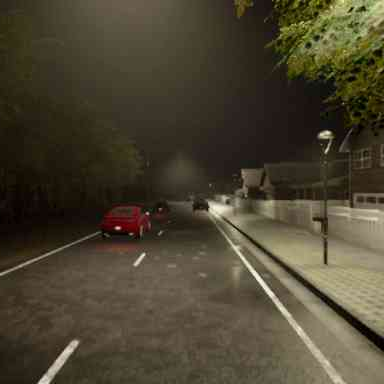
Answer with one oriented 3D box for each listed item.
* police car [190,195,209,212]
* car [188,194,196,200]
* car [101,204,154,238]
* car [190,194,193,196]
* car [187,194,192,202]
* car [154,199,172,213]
[{"bbox_3d":[1.019,1.518,39.471,1.930,1.638,5.238,0,0,0],"label":"police car"},{"bbox_3d":[-0.074,1.390,92.177,2.033,1.411,5.357,0,0,0],"label":"car"},{"bbox_3d":[-3.414,1.516,17.810,1.882,1.535,5.008,0,0,0],"label":"car"},{"bbox_3d":[1.006,1.612,55.359,1.837,1.490,4.892,0,0,0],"label":"car"},{"bbox_3d":[-0.057,1.483,74.743,1.994,1.385,4.181,0,0,0],"label":"car"},{"bbox_3d":[-3.425,1.597,38.522,1.837,1.490,4.892,0,0,0],"label":"car"}]
